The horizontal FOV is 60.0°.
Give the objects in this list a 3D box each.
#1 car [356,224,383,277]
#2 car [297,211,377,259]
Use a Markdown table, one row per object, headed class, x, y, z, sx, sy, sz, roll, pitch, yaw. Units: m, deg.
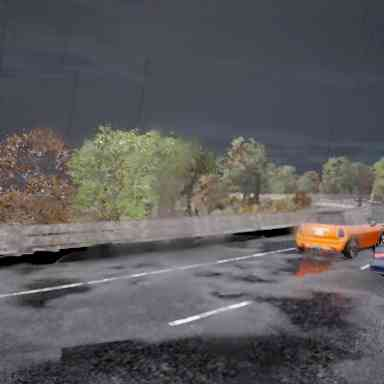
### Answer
| class | x | y | z | sx | sy | sz | roll | pitch | yaw |
| --- | --- | --- | --- | --- | --- | --- | --- | --- | --- |
| car | 7.023 | 1.711 | 9.681 | 5.357 | 1.411 | 2.033 | 1 | -1 | -42 |
| car | 6.291 | 1.552 | 13.753 | 4.553 | 1.767 | 2.097 | 1 | -1 | -42 |
